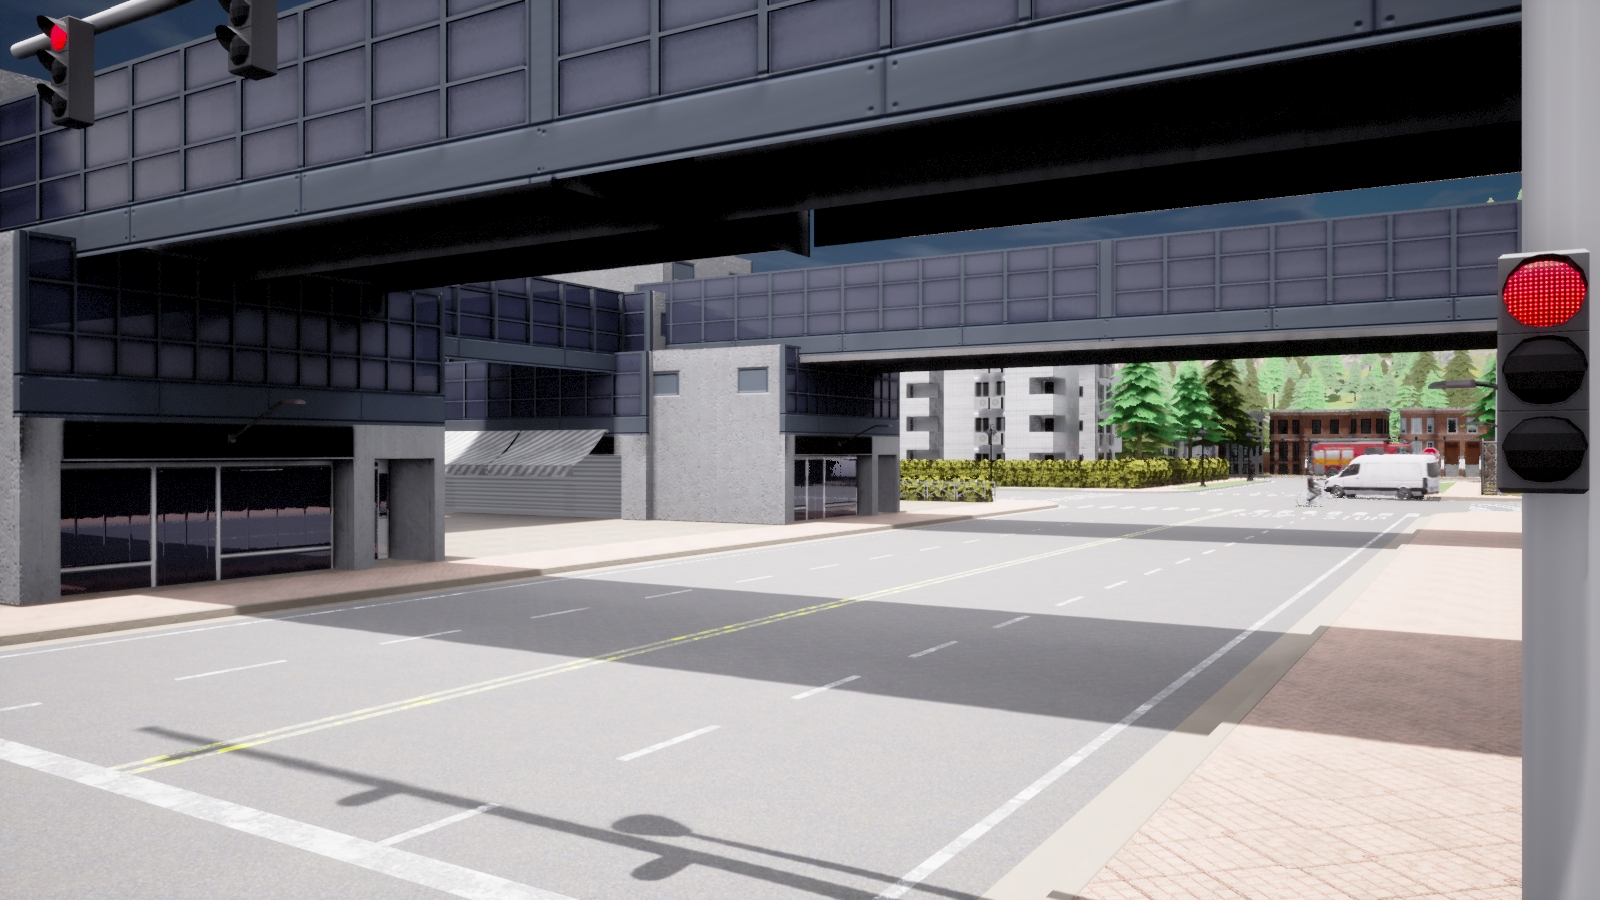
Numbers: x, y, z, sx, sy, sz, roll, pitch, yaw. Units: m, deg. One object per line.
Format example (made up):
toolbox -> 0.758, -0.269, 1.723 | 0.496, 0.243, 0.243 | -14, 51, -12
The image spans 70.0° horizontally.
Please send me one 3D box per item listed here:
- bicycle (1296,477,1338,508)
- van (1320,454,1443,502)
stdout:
bicycle -> 25.179, 2.060, 55.614 | 1.835, 1.471, 0.329 | 0, 0, 32
van -> 32.976, 1.533, 65.009 | 1.988, 2.561, 5.915 | -1, 1, -40
